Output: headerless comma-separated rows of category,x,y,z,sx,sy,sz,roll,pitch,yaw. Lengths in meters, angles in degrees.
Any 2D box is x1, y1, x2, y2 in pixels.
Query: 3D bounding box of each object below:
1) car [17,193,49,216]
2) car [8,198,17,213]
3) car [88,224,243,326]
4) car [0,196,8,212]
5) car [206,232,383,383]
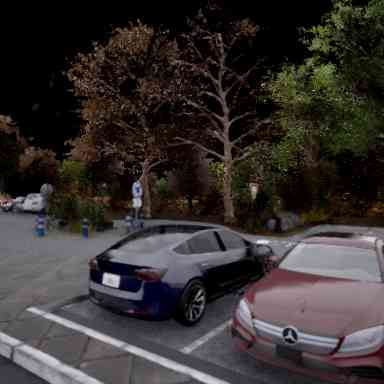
car,-13.524,1.162,32.671,2.435,2.045,5.566,0,0,36
car,-15.891,1.268,34.367,2.185,1.767,4.553,0,0,36
car,0.104,1.421,7.080,2.163,1.488,4.792,0,0,36
car,-18.156,1.249,35.987,2.185,1.767,4.553,0,0,36
car,2.383,1.444,5.407,2.002,1.452,4.674,0,0,36
